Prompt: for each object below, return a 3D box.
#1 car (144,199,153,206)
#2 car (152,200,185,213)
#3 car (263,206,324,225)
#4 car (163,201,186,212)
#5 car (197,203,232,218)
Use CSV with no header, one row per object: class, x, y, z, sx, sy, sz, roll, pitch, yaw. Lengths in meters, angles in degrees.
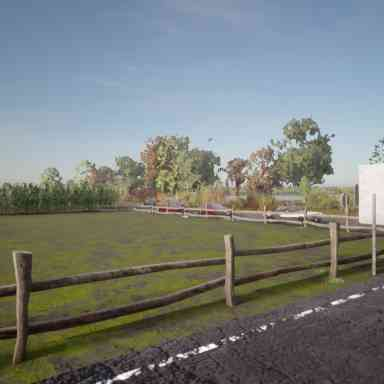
car,-8.605,2.254,67.435,2.128,1.511,4.902,0,-1,-19
car,-3.058,1.983,43.668,1.882,1.535,5.008,-1,0,-29
car,8.063,1.833,26.783,1.895,1.301,4.718,-1,0,-35
car,-2.603,2.065,49.132,1.812,1.442,4.674,-1,0,-25
car,2.299,1.898,35.097,1.812,1.442,4.674,-1,0,-34
